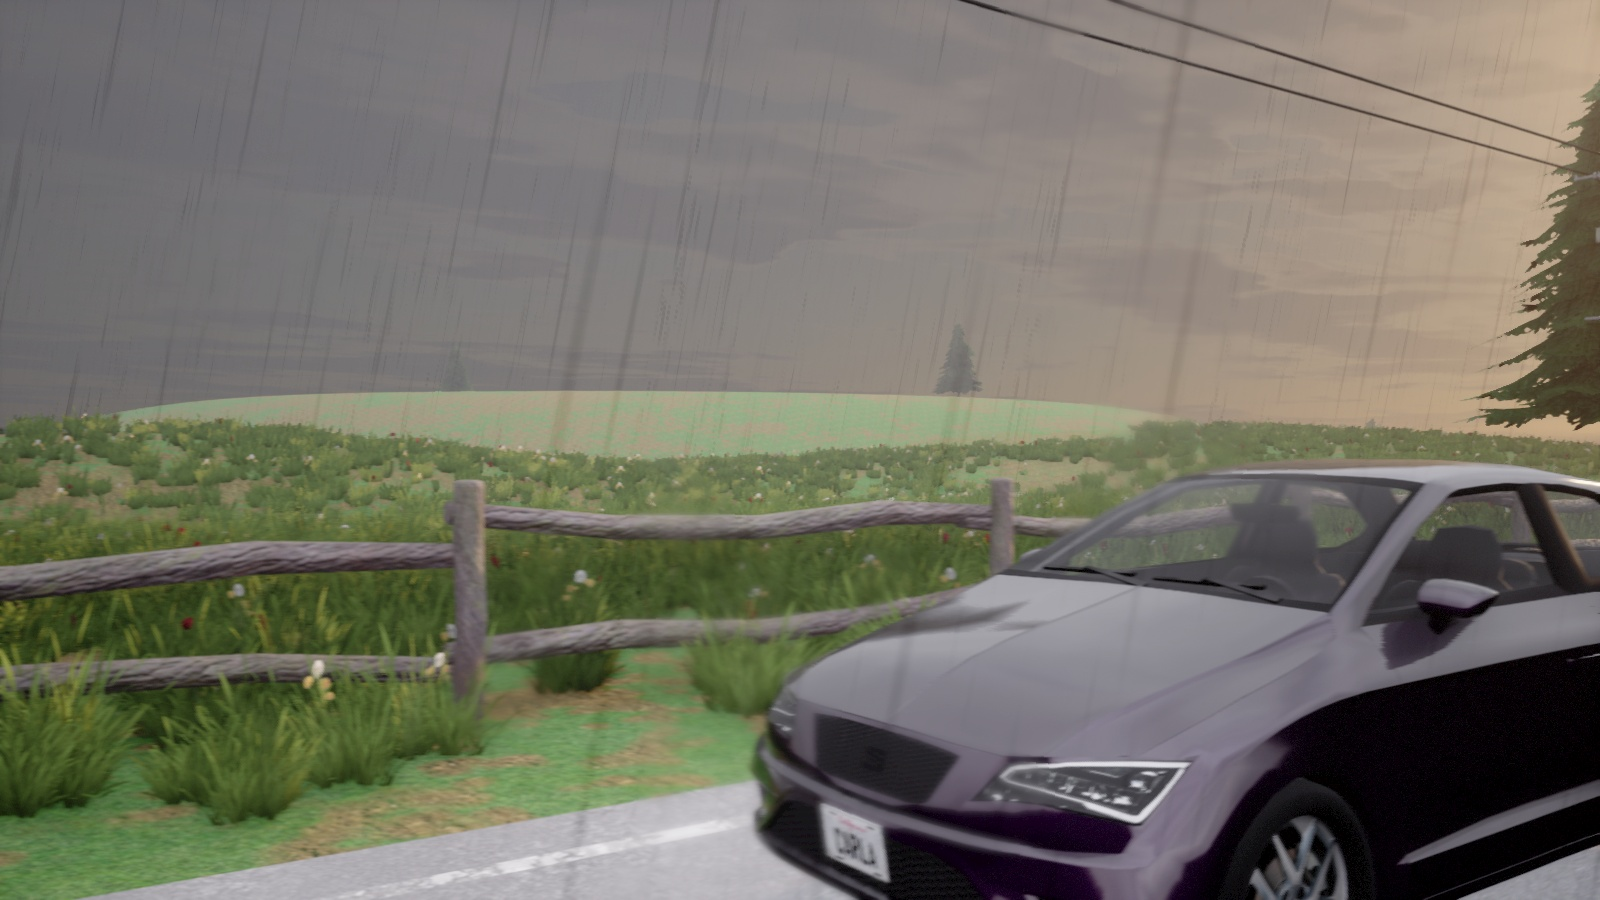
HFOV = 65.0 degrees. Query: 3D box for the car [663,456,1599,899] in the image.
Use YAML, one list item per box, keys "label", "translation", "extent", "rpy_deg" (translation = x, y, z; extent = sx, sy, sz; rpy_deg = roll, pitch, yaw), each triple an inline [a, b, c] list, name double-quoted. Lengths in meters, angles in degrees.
- label: "car"
  translation: [1.794, 0.766, 4.542]
  extent: [4.193, 1.474, 1.816]
  rpy_deg: [0, 0, -35]
